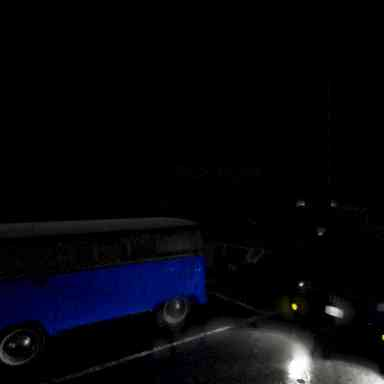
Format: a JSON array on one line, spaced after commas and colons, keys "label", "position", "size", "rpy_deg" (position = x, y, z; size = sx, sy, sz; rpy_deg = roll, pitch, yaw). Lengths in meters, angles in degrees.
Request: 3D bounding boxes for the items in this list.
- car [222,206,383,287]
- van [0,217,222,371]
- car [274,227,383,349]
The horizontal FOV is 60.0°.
[{"label": "car", "position": [2.910, 1.313, 8.613], "size": [5.009, 1.841, 2.192], "rpy_deg": [0, -1, -35]}, {"label": "van", "position": [-1.642, 1.341, 5.375], "size": [3.998, 1.788, 1.690], "rpy_deg": [0, -1, -35]}, {"label": "car", "position": [3.700, 1.562, 6.010], "size": [4.181, 1.385, 1.994], "rpy_deg": [0, 0, -35]}]
